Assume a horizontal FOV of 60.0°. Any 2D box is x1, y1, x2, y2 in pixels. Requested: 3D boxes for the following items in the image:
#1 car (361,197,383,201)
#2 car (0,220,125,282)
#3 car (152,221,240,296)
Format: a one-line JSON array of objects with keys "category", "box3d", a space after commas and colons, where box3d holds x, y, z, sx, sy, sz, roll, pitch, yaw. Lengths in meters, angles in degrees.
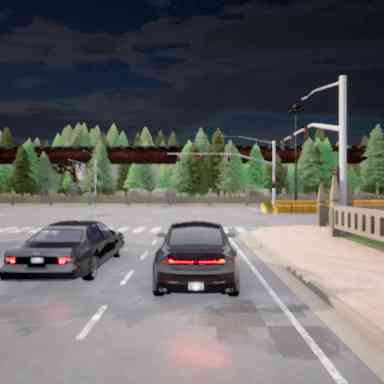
[{"category": "car", "box3d": [25.964, 1.493, 47.422, 4.902, 1.511, 2.128, 0, 0, 0]}, {"category": "car", "box3d": [-3.380, 1.547, 9.800, 2.033, 1.411, 5.357, 0, 0, 0]}, {"category": "car", "box3d": [0.106, 1.505, 8.608, 1.837, 1.490, 4.892, 0, 0, 1]}]
